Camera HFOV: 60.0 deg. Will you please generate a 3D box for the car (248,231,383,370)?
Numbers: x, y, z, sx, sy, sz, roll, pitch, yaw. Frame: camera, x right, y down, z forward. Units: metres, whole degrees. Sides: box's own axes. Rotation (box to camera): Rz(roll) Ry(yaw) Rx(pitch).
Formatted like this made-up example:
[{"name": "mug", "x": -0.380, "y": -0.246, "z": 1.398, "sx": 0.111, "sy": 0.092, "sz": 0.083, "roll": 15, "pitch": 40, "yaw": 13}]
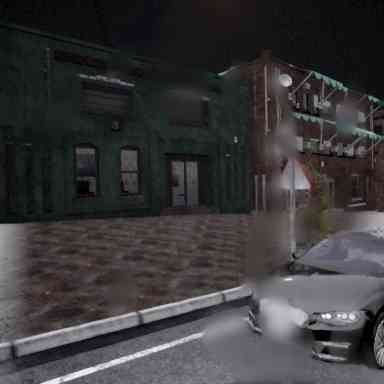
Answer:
[{"name": "car", "x": 3.067, "y": 1.495, "z": 5.806, "sx": 4.902, "sy": 1.511, "sz": 2.128, "roll": 0, "pitch": 0, "yaw": -38}]
